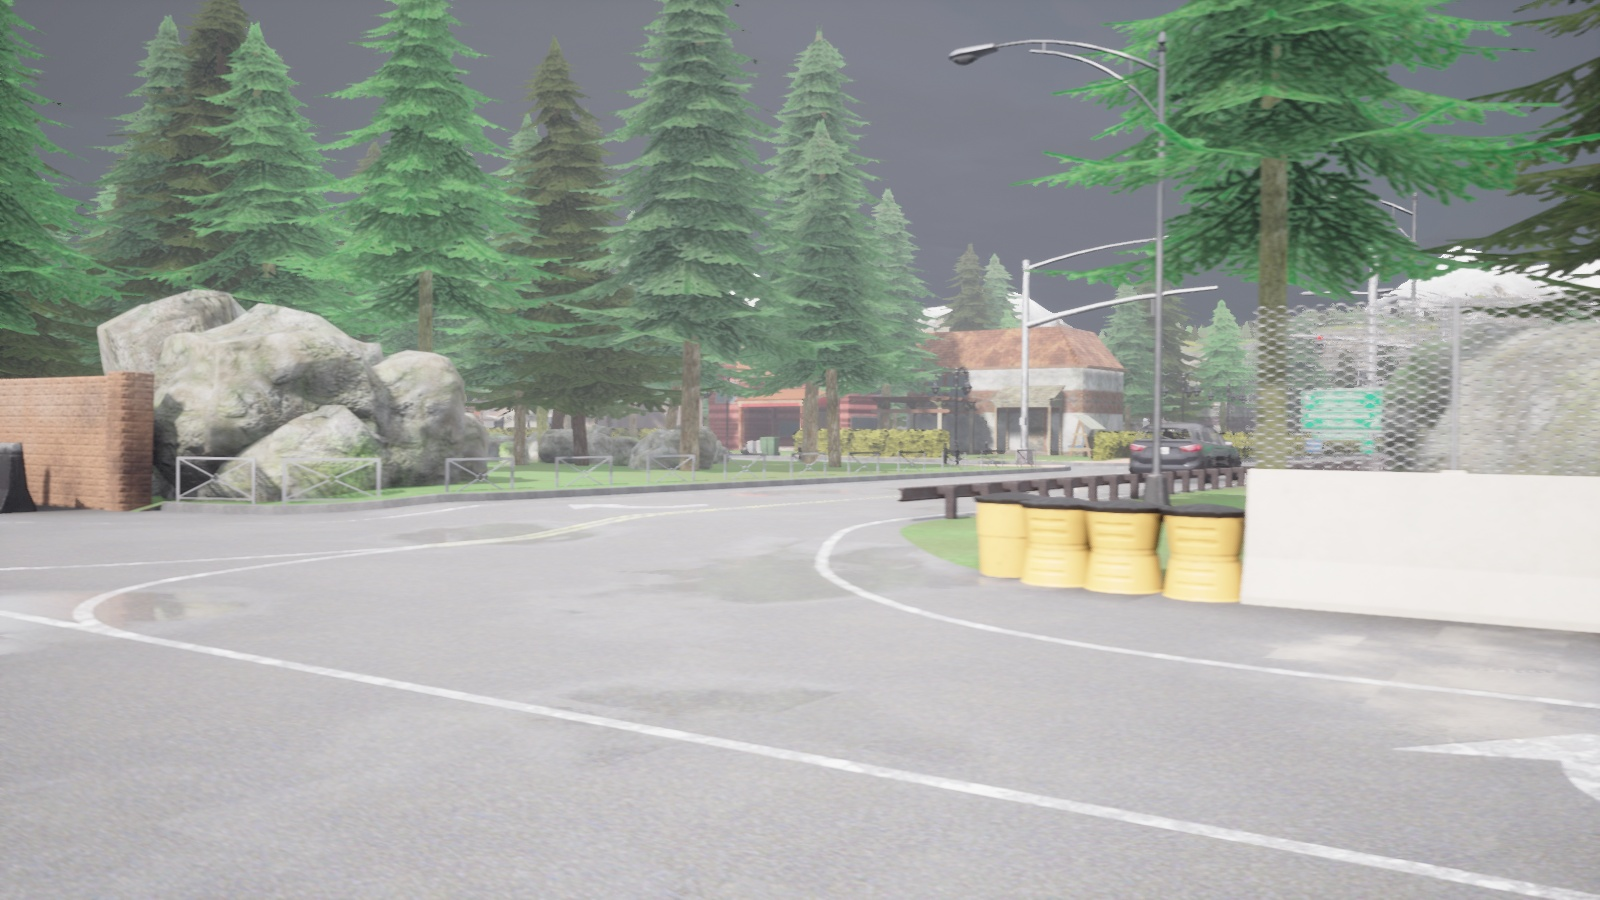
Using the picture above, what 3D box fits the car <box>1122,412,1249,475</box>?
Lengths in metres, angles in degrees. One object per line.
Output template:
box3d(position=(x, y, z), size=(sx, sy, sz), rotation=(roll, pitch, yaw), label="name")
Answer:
box3d(position=(11.106, -0.212, 35.954), size=(2.242, 1.667, 4.611), rotation=(0, 1, 34), label="car")
